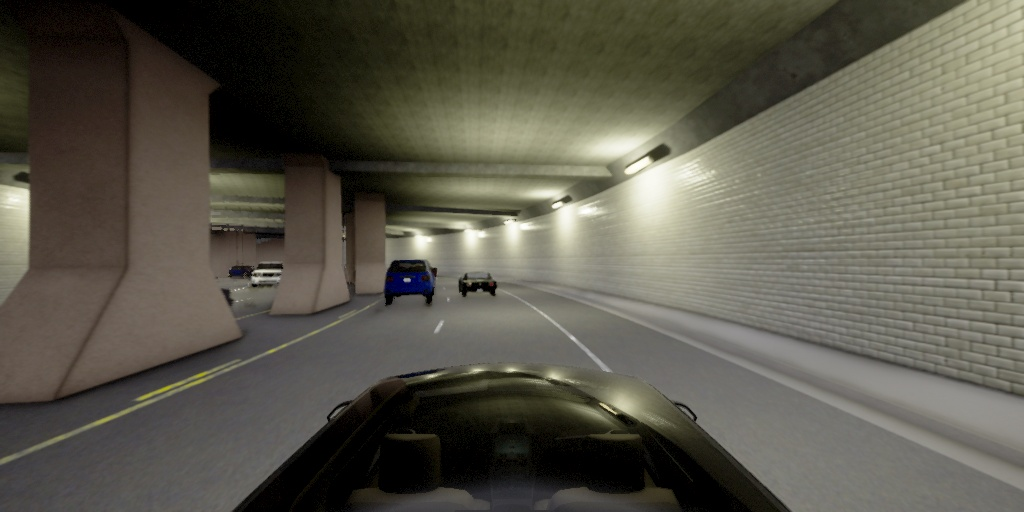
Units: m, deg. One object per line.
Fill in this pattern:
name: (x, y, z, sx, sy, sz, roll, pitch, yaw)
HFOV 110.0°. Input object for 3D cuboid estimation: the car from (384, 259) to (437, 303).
car: (-5.078, 1.190, 18.356, 2.150, 2.045, 5.566, 0, -1, -10)

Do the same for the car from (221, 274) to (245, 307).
car: (-11.196, 1.501, 11.191, 2.033, 1.411, 5.357, 0, -1, -7)

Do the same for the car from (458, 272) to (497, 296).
car: (-2.139, 1.571, 21.189, 1.895, 1.301, 4.718, 0, -1, -12)

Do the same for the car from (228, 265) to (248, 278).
car: (-33.832, 1.875, 45.673, 4.553, 1.767, 2.097, -1, -1, 20)

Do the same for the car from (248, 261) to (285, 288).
car: (-19.749, 1.443, 29.392, 2.150, 2.045, 5.566, 0, -1, -30)
